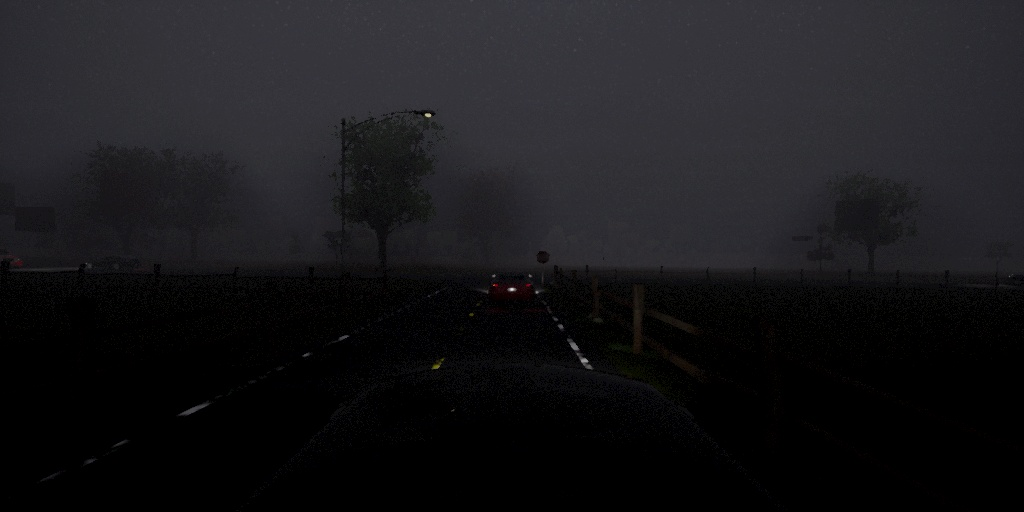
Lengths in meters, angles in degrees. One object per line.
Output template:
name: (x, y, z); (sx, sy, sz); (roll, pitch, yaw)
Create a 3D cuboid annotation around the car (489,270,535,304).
car: (0.000, 1.322, 16.470); (1.994, 1.385, 4.181); (0, 0, 0)

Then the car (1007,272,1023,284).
car: (49.565, 1.896, 33.419); (4.553, 1.767, 2.097); (1, 0, 2)

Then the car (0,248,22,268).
car: (-51.380, 0.291, 34.857); (5.566, 2.045, 2.150); (1, 0, 2)

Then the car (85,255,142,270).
car: (-41.307, 0.636, 37.192); (4.892, 1.490, 1.837); (1, 0, 2)
